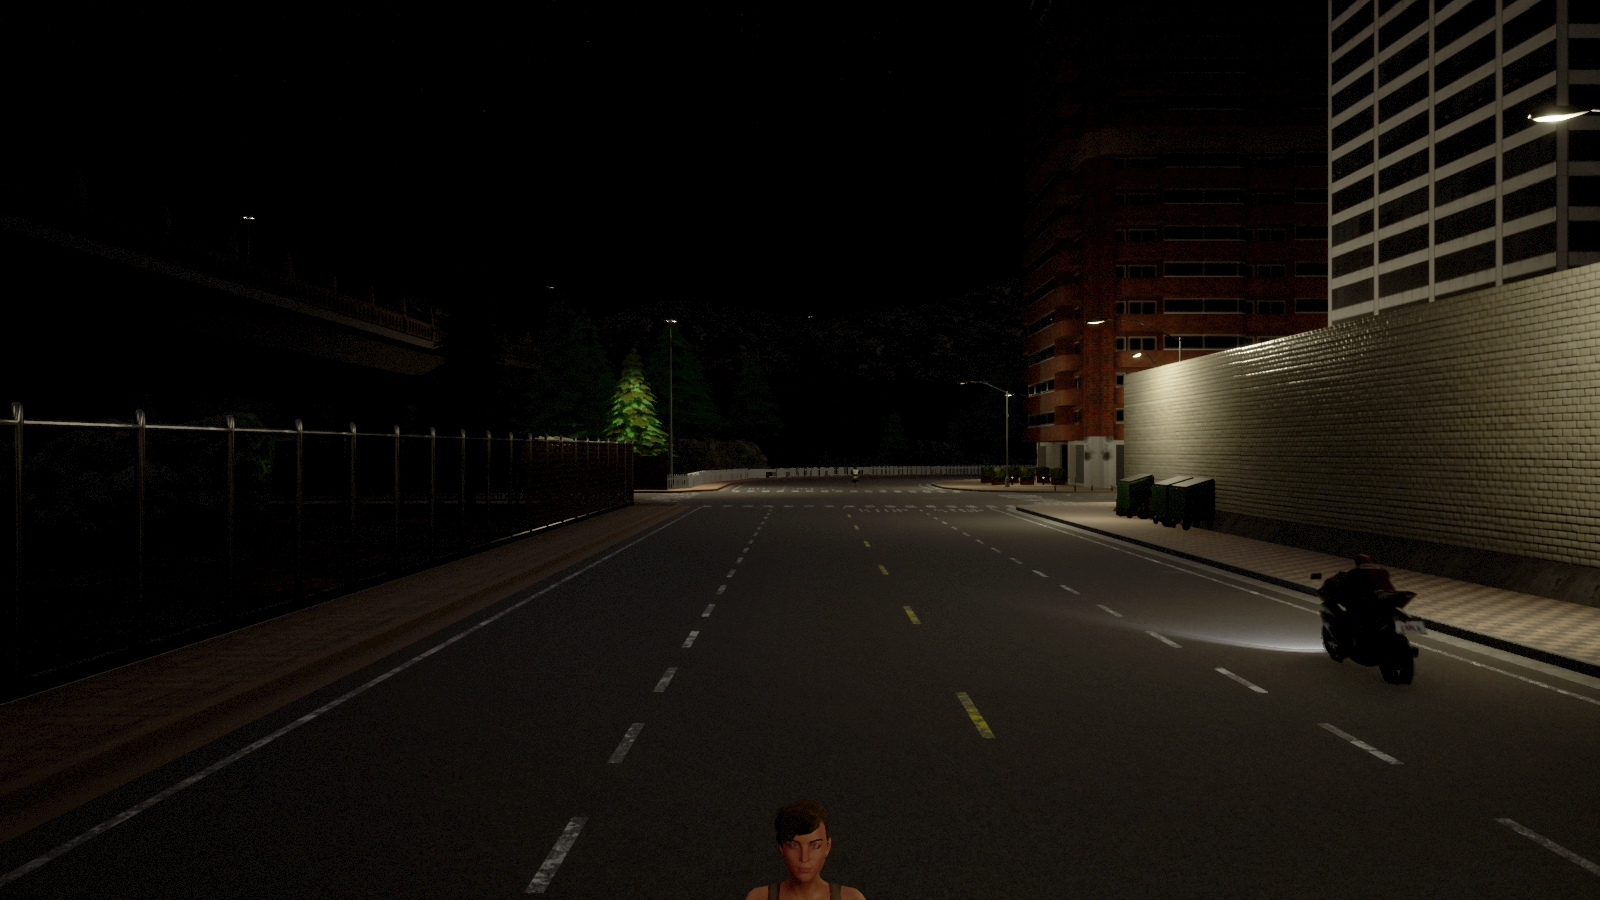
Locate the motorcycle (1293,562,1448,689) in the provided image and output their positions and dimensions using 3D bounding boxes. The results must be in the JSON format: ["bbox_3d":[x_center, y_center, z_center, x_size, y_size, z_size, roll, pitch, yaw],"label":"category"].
[{"bbox_3d":[7.109,2.149,14.384,0.867,1.251,2.209,0,0,0],"label":"motorcycle"}]

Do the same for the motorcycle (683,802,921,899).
[{"bbox_3d":[0.006,2.099,3.507,0.764,1.307,2.356,0,0,0],"label":"motorcycle"}]
